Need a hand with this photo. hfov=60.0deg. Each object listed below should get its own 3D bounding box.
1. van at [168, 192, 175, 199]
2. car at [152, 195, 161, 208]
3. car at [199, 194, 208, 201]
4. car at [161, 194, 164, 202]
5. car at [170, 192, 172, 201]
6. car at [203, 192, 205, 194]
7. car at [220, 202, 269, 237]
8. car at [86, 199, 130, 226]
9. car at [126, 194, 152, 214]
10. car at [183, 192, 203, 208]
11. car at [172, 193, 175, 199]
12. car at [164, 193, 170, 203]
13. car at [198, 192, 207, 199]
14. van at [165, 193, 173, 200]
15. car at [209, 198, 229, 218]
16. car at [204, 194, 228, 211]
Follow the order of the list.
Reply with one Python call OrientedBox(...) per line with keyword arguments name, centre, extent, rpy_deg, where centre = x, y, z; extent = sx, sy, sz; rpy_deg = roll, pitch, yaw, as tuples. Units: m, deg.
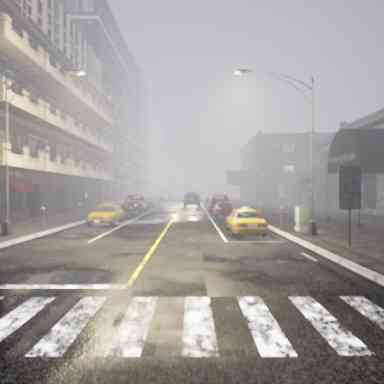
OrientedBox(name="van", centre=(-5.692, 1.027, 94.476), extent=(1.690, 1.788, 3.998), rpy_deg=(0, 0, 0))
OrientedBox(name="car", centre=(-5.691, 1.373, 44.623), extent=(2.008, 1.369, 4.403), rpy_deg=(0, 0, 0))
OrientedBox(name="car", centre=(2.689, 1.256, 77.859), extent=(2.008, 1.369, 4.403), rpy_deg=(0, 0, 0))
OrientedBox(name="car", centre=(-5.691, 1.330, 49.992), extent=(1.752, 1.417, 4.829), rpy_deg=(0, 0, 0))
OrientedBox(name="car", centre=(-5.691, 1.193, 66.779), extent=(1.967, 1.590, 4.097), rpy_deg=(0, 0, 0))
OrientedBox(name="car", centre=(2.689, 1.244, 72.490), extent=(1.752, 1.417, 4.829), rpy_deg=(0, 0, 0))
OrientedBox(name="car", centre=(2.691, 1.433, 17.098), extent=(1.752, 1.417, 4.829), rpy_deg=(0, 0, 0))
OrientedBox(name="car", centre=(-5.690, 1.430, 22.296), extent=(1.752, 1.417, 4.829), rpy_deg=(0, 0, 0))
OrientedBox(name="car", centre=(-5.690, 1.176, 33.544), extent=(2.192, 1.841, 5.009), rpy_deg=(0, 0, 0))
OrientedBox(name="car", centre=(-0.003, 1.036, 43.346), extent=(2.150, 2.045, 5.566), rpy_deg=(0, 0, 0))
OrientedBox(name="car", centre=(-5.691, 1.038, 77.858), extent=(2.192, 1.841, 5.009), rpy_deg=(0, 0, 0))
OrientedBox(name="car", centre=(-5.691, 1.314, 61.242), extent=(1.887, 1.381, 4.507), rpy_deg=(0, 0, 0))
OrientedBox(name="car", centre=(2.689, 0.994, 88.937), extent=(2.192, 1.841, 5.009), rpy_deg=(0, 0, 0))
OrientedBox(name="van", centre=(-5.691, 1.050, 83.399), extent=(1.690, 1.788, 3.998), rpy_deg=(0, 0, 0))
OrientedBox(name="car", centre=(2.690, 1.446, 28.007), extent=(1.802, 1.307, 4.206), rpy_deg=(0, 0, 0))
OrientedBox(name="car", centre=(2.691, 1.158, 33.545), extent=(2.192, 1.841, 5.009), rpy_deg=(0, 0, 0))
